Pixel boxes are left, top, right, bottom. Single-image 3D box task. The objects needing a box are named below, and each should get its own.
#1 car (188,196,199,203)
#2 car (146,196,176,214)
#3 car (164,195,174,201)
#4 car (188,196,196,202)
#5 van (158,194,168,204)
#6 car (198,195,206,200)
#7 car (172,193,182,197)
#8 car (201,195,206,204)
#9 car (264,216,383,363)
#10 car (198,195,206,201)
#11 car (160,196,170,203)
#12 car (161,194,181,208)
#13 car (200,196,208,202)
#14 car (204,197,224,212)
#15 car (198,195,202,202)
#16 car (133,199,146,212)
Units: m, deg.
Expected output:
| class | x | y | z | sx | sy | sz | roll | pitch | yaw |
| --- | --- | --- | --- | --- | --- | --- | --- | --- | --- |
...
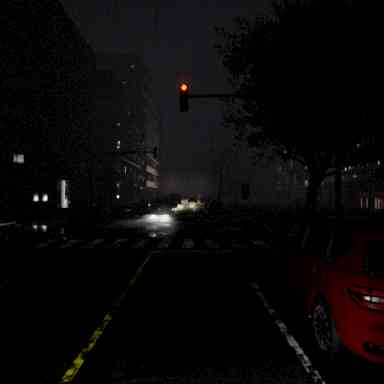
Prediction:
| class | x | y | z | sx | sy | sz | roll | pitch | yaw |
| --- | --- | --- | --- | --- | --- | --- | --- | --- | --- |
| car | 0.115 | 1.592 | 69.419 | 1.994 | 1.385 | 4.181 | 0 | 0 | 0 |
| car | -3.197 | 1.492 | 35.530 | 2.128 | 1.511 | 4.902 | 0 | 0 | 2 |
| car | -5.676 | 1.484 | 82.503 | 1.967 | 1.590 | 4.097 | 0 | 0 | 0 |
| car | 0.015 | 1.635 | 79.320 | 1.895 | 1.301 | 4.718 | 0 | 0 | 0 |
| van | -5.678 | 1.366 | 65.905 | 1.690 | 1.788 | 3.998 | 0 | 0 | 0 |
| car | 2.706 | 1.611 | 93.567 | 2.008 | 1.369 | 4.403 | 0 | 0 | 0 |
| car | -3.056 | 1.240 | 60.064 | 2.150 | 2.045 | 5.566 | 0 | 0 | 0 |
| car | 2.699 | 1.534 | 49.475 | 1.752 | 1.417 | 4.829 | 0 | 0 | 0 |
| car | 2.694 | 1.313 | 5.852 | 2.192 | 1.841 | 5.009 | 0 | 0 | 0 |
| car | 2.705 | 1.597 | 88.034 | 1.887 | 1.381 | 4.507 | 0 | 0 | 0 |
| car | -5.677 | 1.612 | 71.437 | 1.802 | 1.307 | 4.206 | 0 | 0 | 0 |
| car | -3.080 | 1.485 | 48.168 | 1.882 | 1.535 | 5.008 | 0 | 0 | 0 |
| car | 2.704 | 1.562 | 77.139 | 1.752 | 1.417 | 4.829 | 0 | 0 | 0 |
| car | 2.698 | 1.546 | 38.240 | 1.887 | 1.381 | 4.507 | 0 | 0 | 0 |
| car | 2.702 | 1.607 | 65.903 | 1.802 | 1.307 | 4.206 | 0 | 0 | 0 |
| car | -5.682 | 1.552 | 38.241 | 2.008 | 1.369 | 4.403 | 0 | 0 | 0 |
